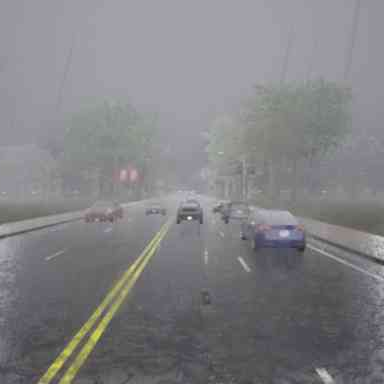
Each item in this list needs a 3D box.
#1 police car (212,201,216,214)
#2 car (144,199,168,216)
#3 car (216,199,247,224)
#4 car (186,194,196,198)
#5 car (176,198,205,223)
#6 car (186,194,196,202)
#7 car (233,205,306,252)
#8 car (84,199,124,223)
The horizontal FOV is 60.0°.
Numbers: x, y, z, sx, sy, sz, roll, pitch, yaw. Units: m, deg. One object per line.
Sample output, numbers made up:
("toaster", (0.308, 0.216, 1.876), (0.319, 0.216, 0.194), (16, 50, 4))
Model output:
("police car", (3.188, 1.495, 35.981), (2.038, 1.542, 4.974), (0, 0, 0))
("car", (-3.399, 1.496, 32.079), (1.837, 1.490, 4.892), (0, 0, 0))
("car", (3.221, 1.424, 24.975), (2.033, 1.649, 4.856), (0, 0, 0))
("car", (-0.087, 1.509, 57.907), (1.812, 1.442, 4.674), (0, 0, 0))
("car", (-0.131, 1.499, 25.051), (1.837, 1.490, 4.892), (0, 0, 0))
("car", (-0.277, 1.327, 74.939), (2.097, 1.767, 4.553), (0, 0, 0))
("car", (3.242, 1.499, 14.000), (2.163, 1.488, 4.792), (0, 0, 0))
("car", (-6.632, 1.346, 25.459), (2.097, 1.767, 4.553), (0, 0, 0))
